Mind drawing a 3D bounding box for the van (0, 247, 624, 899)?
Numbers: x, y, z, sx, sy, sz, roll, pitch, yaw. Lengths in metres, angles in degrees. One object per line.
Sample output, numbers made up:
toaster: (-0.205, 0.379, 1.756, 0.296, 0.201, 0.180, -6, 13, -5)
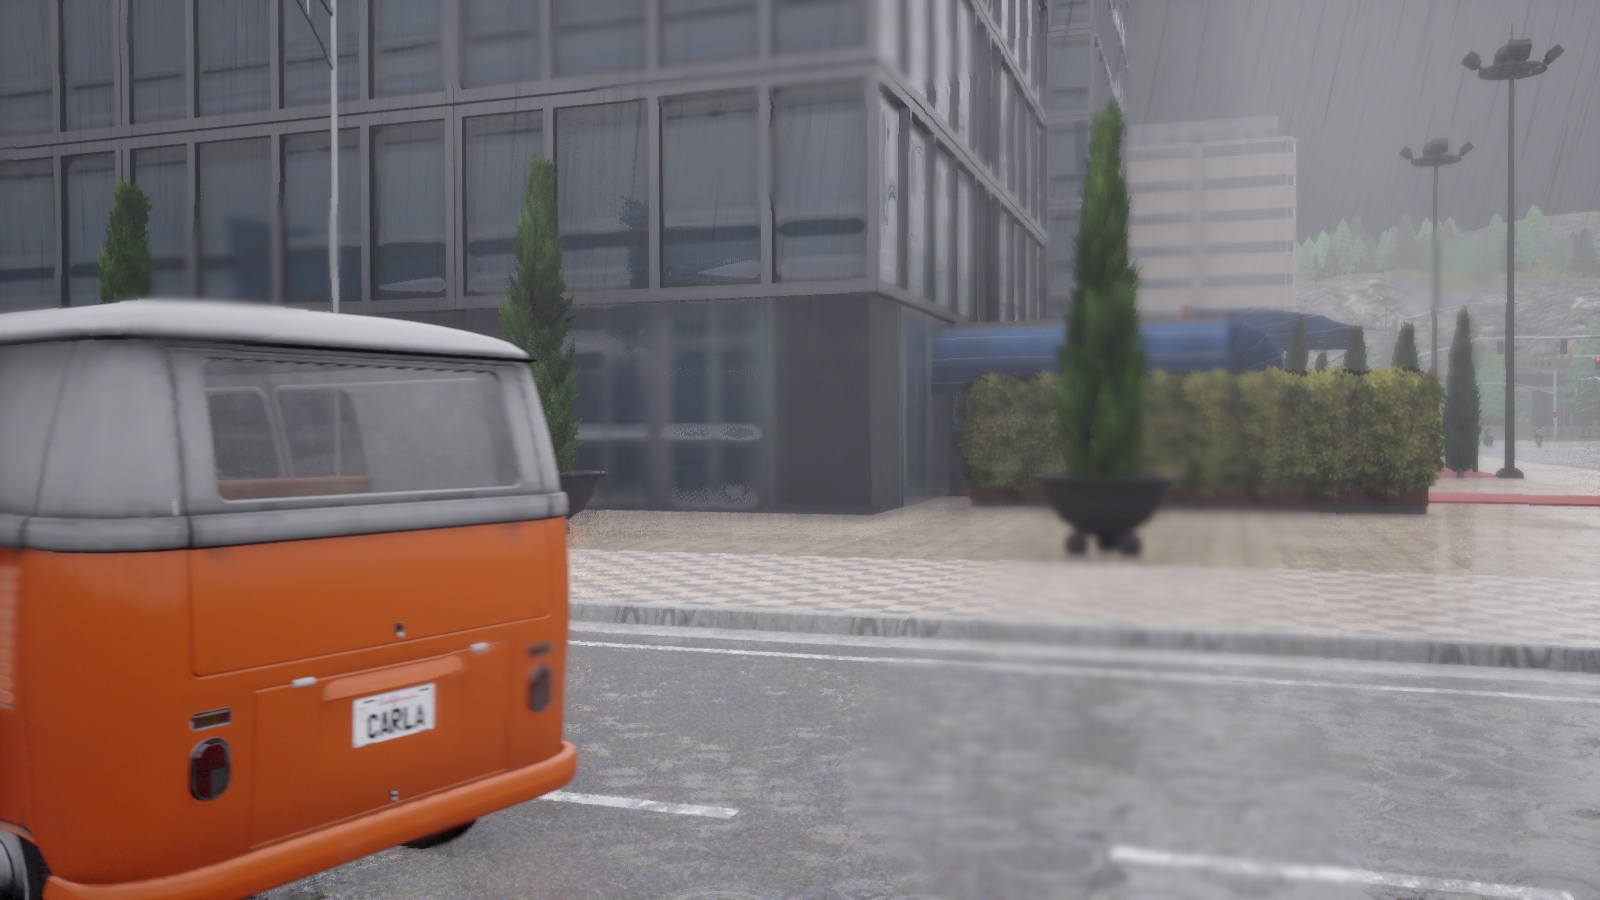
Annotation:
van: (-2.964, 0.490, 4.877, 4.442, 1.987, 1.775, 1, 1, 33)
